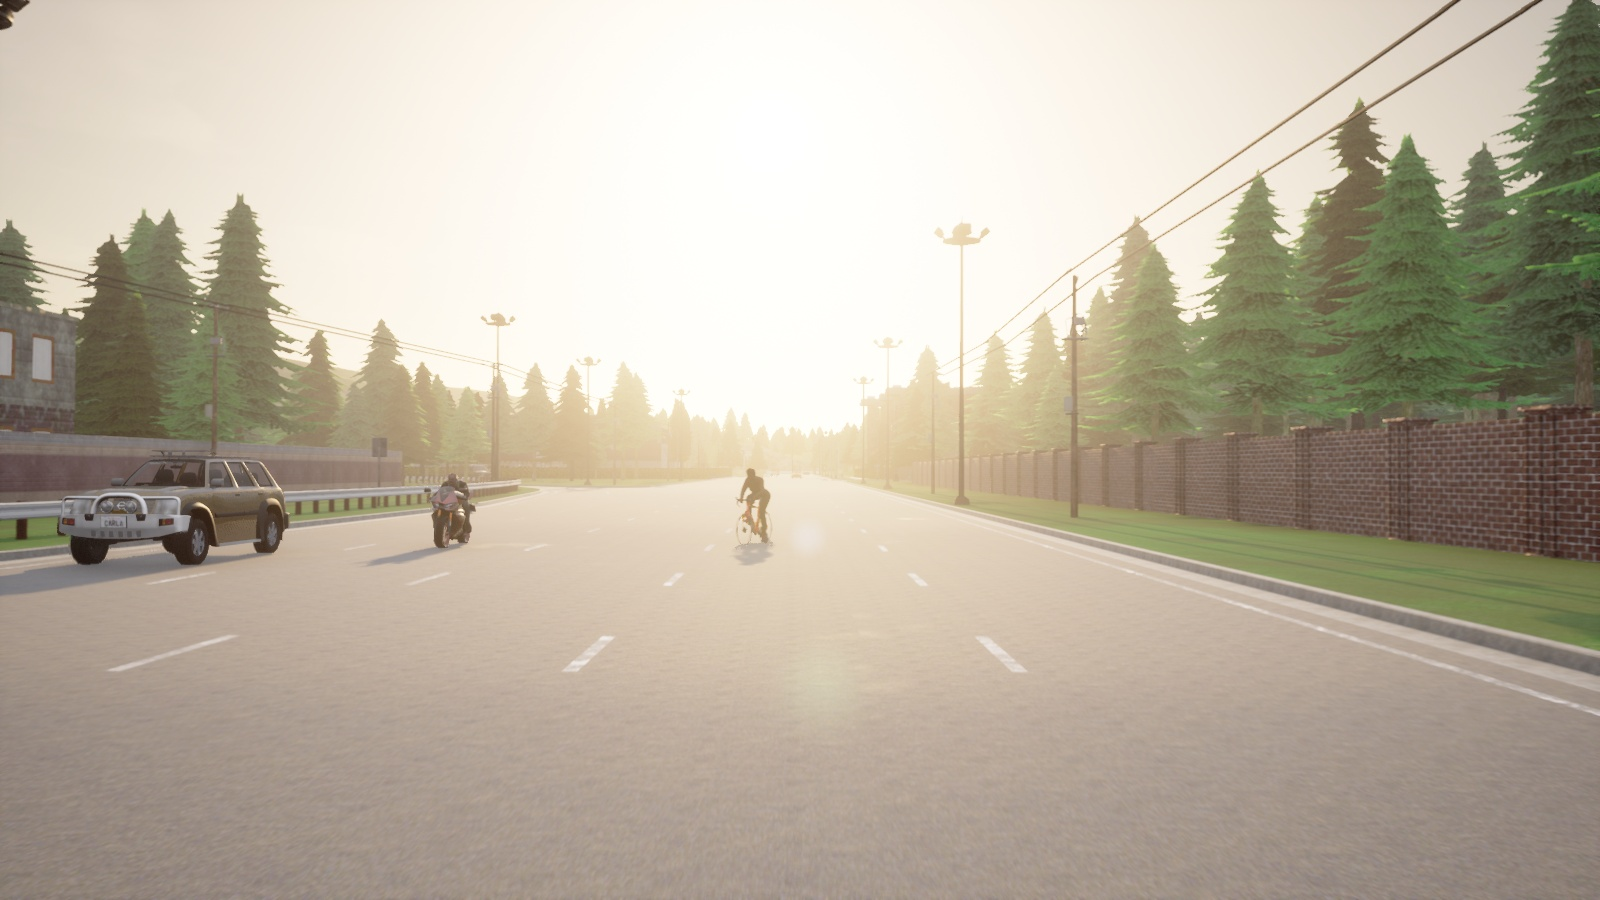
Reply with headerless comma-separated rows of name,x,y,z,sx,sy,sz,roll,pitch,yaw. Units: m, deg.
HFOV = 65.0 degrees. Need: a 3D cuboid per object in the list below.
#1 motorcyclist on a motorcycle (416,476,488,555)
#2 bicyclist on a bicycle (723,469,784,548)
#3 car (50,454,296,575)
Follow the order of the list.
motorcyclist on a motorcycle,-7.062,1.302,25.615,0.866,1.530,2.191,0,-1,0
bicyclist on a bicycle,-0.980,1.213,26.683,0.582,1.620,1.656,-1,-1,25
car,-10.553,1.031,21.584,1.932,1.855,4.605,0,-1,0
